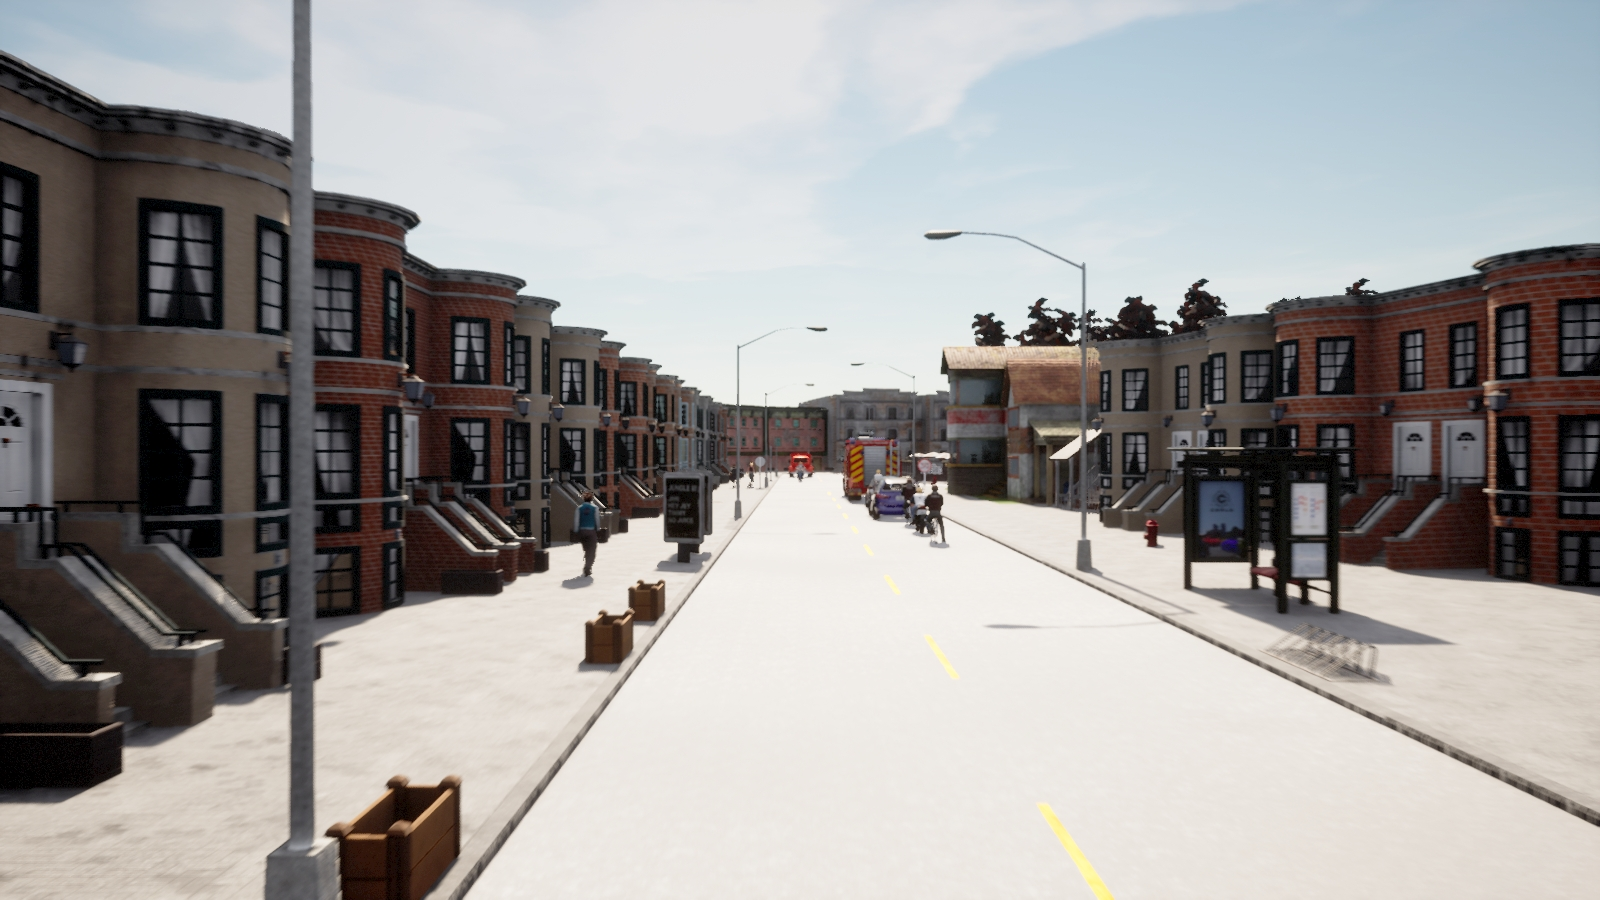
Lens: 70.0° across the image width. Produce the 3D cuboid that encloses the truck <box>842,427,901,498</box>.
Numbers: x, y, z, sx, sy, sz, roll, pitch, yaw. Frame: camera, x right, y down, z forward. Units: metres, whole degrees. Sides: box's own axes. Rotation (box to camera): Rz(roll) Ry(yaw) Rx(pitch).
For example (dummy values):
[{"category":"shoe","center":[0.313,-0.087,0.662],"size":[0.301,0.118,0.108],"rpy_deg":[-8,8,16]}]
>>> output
[{"category":"truck","center":[4.041,0.681,66.253],"size":[2.891,3.827,8.468],"rpy_deg":[0,0,0]}]

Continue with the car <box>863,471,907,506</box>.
[{"category":"car","center":[4.043,1.809,54.595],"size":[1.789,1.549,3.705],"rpy_deg":[0,0,0]}]

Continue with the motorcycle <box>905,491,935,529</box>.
[{"category":"motorcycle","center":[4.025,1.999,38.419],"size":[0.803,1.145,2.033],"rpy_deg":[0,0,0]}]

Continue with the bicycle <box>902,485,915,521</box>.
[{"category":"bicycle","center":[4.021,1.947,42.331],"size":[0.329,1.271,1.835],"rpy_deg":[0,0,0]}]

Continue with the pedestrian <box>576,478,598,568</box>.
[{"category":"pedestrian","center":[-4.473,1.529,24.029],"size":[0.375,1.860,0.375],"rpy_deg":[0,0,6]}]

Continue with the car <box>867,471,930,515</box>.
[{"category":"car","center":[4.033,1.755,47.583],"size":[2.242,1.667,4.611],"rpy_deg":[0,0,0]}]
